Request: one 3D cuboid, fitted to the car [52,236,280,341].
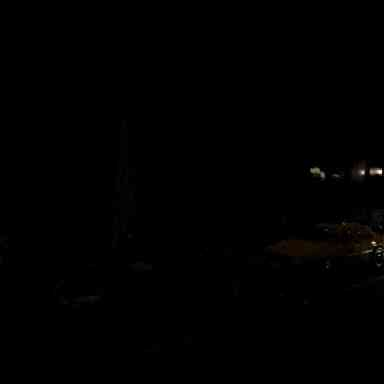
[{"bbox_3d":[-0.447,1.569,6.443,4.206,1.307,1.802,0,0,-35],"label":"car"}]

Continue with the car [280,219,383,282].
[{"bbox_3d":[4.005,1.492,9.618,4.829,1.417,1.752,0,0,-35],"label":"car"}]
